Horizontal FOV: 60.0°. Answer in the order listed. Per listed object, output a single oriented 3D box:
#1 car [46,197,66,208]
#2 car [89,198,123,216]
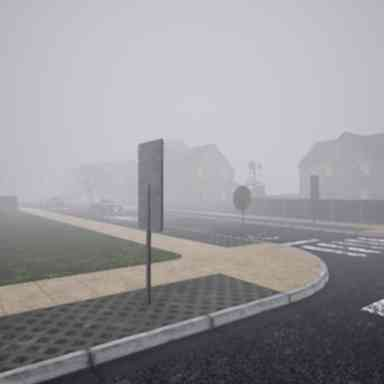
[{"bbox_3d":[-19.080,1.462,46.607,1.837,1.490,4.892,0,0,-36],"label":"car"},{"bbox_3d":[-8.160,1.363,31.367,2.128,1.511,4.902,0,0,-36],"label":"car"}]
